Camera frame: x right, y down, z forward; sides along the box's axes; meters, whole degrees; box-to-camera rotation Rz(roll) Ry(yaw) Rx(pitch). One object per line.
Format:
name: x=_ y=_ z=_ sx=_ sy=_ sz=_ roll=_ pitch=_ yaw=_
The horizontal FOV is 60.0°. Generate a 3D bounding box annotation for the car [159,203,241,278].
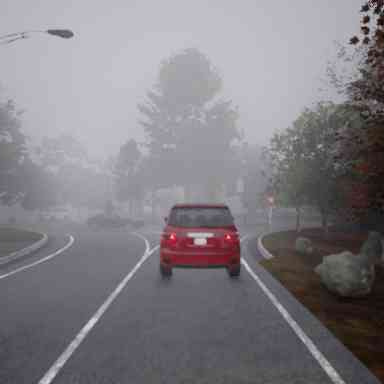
car: x=0.246 y=1.363 z=10.717 sx=2.150 sy=2.045 sz=5.566 roll=0 pitch=-2 yaw=1

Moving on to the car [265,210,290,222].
car: x=12.551 y=3.445 z=49.234 sx=2.097 sy=1.767 sz=4.553 roll=1 pitch=-3 yaw=-14

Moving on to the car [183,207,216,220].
car: x=1.326 y=3.853 z=60.002 sx=5.566 sy=2.045 sz=2.150 roll=0 pitch=-3 yaw=17

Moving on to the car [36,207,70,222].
car: x=-19.484 y=3.189 z=46.915 sx=2.150 sy=2.045 sz=5.566 roll=-1 pitch=-3 yaw=11

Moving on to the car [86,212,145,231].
car: x=-6.398 y=2.424 z=27.991 sx=5.008 sy=1.535 sz=1.882 roll=-1 pitch=-2 yaw=15
